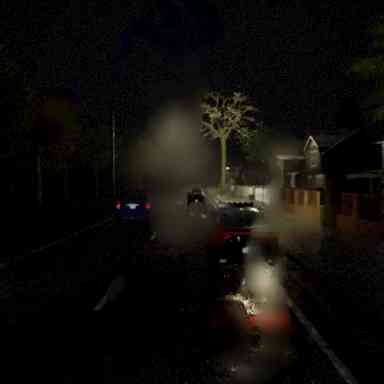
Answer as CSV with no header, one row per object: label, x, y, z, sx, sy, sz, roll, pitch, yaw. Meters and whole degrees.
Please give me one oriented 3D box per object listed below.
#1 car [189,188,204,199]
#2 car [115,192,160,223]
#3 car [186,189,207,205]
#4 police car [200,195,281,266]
car,0.636,0.208,47.408,1.994,1.385,4.181,0,2,0
car,-3.149,0.775,19.965,2.097,1.767,4.553,0,2,1
car,0.479,0.524,34.102,1.837,1.490,4.892,0,1,1
police car,1.357,1.116,10.525,1.930,1.638,5.238,0,2,1
